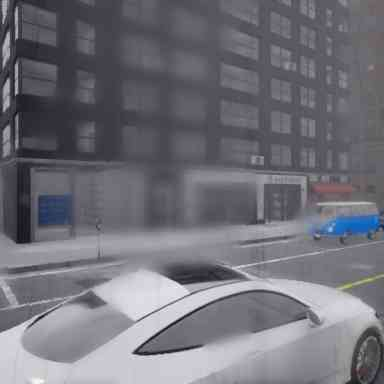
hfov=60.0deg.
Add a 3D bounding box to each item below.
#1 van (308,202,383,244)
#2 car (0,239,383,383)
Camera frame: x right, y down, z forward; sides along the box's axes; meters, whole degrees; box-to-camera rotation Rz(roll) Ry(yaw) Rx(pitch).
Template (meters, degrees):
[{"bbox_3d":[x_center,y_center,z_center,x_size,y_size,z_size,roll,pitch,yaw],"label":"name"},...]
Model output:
[{"bbox_3d":[7.074,1.342,15.444,3.998,1.788,1.690,0,0,-36],"label":"van"},{"bbox_3d":[0.223,1.525,3.593,4.674,1.442,1.812,0,0,-36],"label":"car"}]
